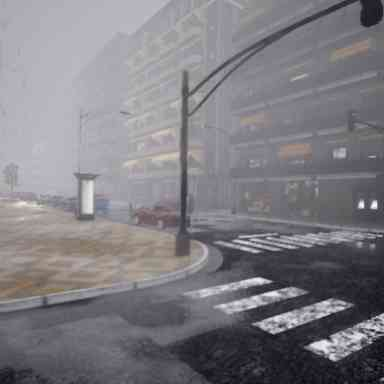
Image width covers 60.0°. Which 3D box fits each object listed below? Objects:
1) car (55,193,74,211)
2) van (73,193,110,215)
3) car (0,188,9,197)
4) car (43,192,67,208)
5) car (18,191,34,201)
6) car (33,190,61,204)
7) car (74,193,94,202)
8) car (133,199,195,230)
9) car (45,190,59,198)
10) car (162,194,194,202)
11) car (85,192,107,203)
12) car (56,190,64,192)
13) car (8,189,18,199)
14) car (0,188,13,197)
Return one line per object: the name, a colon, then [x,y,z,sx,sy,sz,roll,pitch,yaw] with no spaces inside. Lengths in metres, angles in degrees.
car: [-11.808,1.090,33.186,1.887,1.381,4.507,3,-1,-36]
van: [-8.480,0.975,28.607,1.690,1.788,3.998,3,-1,-36]
car: [-38.368,0.389,69.825,2.008,1.369,4.403,3,-1,-36]
car: [-15.127,1.002,37.766,1.887,1.381,4.507,3,-1,-36]
car: [-25.083,0.632,51.506,1.967,1.590,4.097,3,-1,-36]
car: [-18.347,0.897,42.208,1.752,1.417,4.829,3,-1,-36]
car: [-18.310,0.922,56.430,1.947,1.339,4.313,2,-1,-36]
car: [-1.848,1.356,19.446,1.887,1.381,4.507,3,-1,-36]
car: [-31.585,0.443,74.751,1.967,1.590,4.097,2,-1,-36]
car: [-1.701,1.113,33.532,2.192,1.841,5.009,2,-1,-36]
car: [-14.985,0.884,51.851,1.967,1.590,4.097,2,-1,-36]
car: [-25.048,0.702,65.728,1.752,1.417,4.829,2,-1,-36]
car: [-31.728,0.560,60.665,1.887,1.381,4.507,3,-1,-36]
car: [-41.678,0.066,74.406,2.192,1.841,5.009,3,-1,-36]
